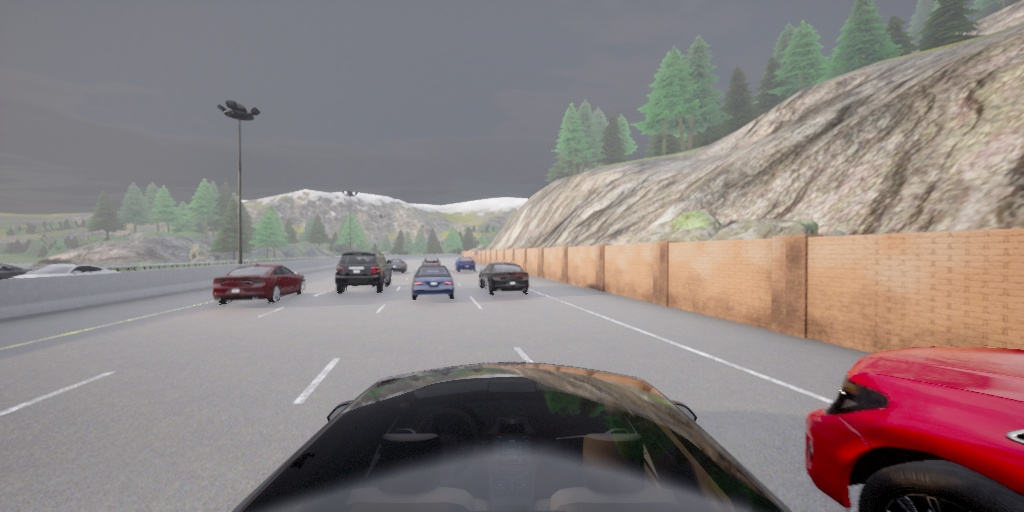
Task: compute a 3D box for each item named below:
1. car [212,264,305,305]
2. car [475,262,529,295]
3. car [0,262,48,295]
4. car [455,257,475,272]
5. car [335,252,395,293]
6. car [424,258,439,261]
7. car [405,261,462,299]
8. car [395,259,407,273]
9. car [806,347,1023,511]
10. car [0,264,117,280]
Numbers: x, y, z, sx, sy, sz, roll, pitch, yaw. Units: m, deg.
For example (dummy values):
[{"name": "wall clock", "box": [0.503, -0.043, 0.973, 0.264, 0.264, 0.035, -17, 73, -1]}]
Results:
[{"name": "car", "box": [-10.559, 1.091, 15.383, 1.882, 1.535, 5.008, 0, 1, -13]}, {"name": "car", "box": [-0.529, 1.061, 18.629, 1.882, 1.535, 5.008, 0, 1, -13]}, {"name": "car", "box": [-25.395, 1.090, 16.587, 2.128, 1.511, 4.902, 0, 1, -13]}, {"name": "car", "box": [-5.070, 0.863, 38.570, 1.882, 1.535, 5.008, 0, 0, -13]}, {"name": "car", "box": [-7.887, 0.795, 19.416, 2.150, 2.045, 5.566, 0, 1, -13]}, {"name": "car", "box": [-8.166, 0.897, 36.403, 2.128, 1.511, 4.902, 0, 0, -13]}, {"name": "car", "box": [-3.748, 1.146, 17.008, 2.033, 1.411, 5.357, 0, 1, -13]}, {"name": "car", "box": [-11.749, 0.969, 36.374, 1.994, 1.385, 4.181, 0, 1, -13]}, {"name": "car", "box": [3.601, 0.985, 0.275, 2.150, 2.045, 5.566, 0, 0, -12]}, {"name": "car", "box": [-22.061, 1.113, 17.711, 1.812, 1.442, 4.674, 0, 1, -13]}]
